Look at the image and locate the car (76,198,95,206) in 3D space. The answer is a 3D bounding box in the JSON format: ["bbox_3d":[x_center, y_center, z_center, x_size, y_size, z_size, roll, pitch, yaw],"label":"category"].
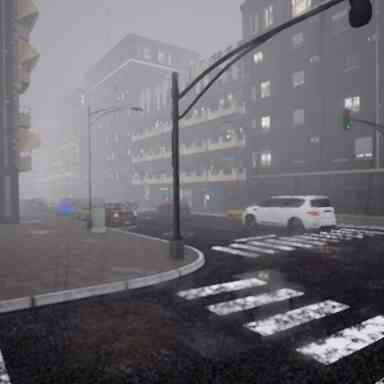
[{"bbox_3d":[-17.990,1.652,56.066,1.947,1.339,4.313,-1,1,-36],"label":"car"}]

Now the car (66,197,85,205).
[{"bbox_3d":[-21.208,1.654,60.569,2.008,1.369,4.403,-1,1,-36],"label":"car"}]

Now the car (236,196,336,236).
[{"bbox_3d":[5.367,1.227,19.084,2.150,2.045,5.566,-1,0,-34],"label":"car"}]

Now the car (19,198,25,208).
[{"bbox_3d":[-24.807,1.774,51.194,1.947,1.339,4.313,-1,1,-36],"label":"car"}]

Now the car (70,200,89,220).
[{"bbox_3d":[-8.619,1.657,28.543,1.752,1.417,4.829,-1,1,-36],"label":"car"}]

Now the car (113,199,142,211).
[{"bbox_3d":[-8.336,1.590,42.559,2.008,1.369,4.403,-1,1,-36],"label":"car"}]

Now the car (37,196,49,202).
[{"bbox_3d":[-37.298,1.737,83.082,1.887,1.381,4.507,-1,1,-36],"label":"car"}]

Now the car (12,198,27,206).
[{"bbox_3d":[-31.244,1.787,60.199,1.887,1.381,4.507,-1,1,-36],"label":"car"}]

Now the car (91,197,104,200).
[{"bbox_3d":[-14.774,1.511,51.562,1.967,1.590,4.097,-1,1,-36],"label":"car"}]

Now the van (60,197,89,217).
[{"bbox_3d":[-11.938,1.488,33.182,1.690,1.788,3.998,-1,1,-36],"label":"van"}]

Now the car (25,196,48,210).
[{"bbox_3d":[-21.591,1.632,46.691,1.967,1.590,4.097,-1,1,-36],"label":"car"}]

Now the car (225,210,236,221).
[{"bbox_3d":[4.437,1.507,24.687,1.752,1.417,4.829,-1,1,-36],"label":"car"}]

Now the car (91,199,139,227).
[{"bbox_3d":[-5.501,1.557,24.179,1.967,1.590,4.097,-1,1,-36],"label":"car"}]

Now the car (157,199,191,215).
[{"bbox_3d":[-1.902,1.450,33.553,1.967,1.590,4.097,-1,1,-36],"label":"car"}]
